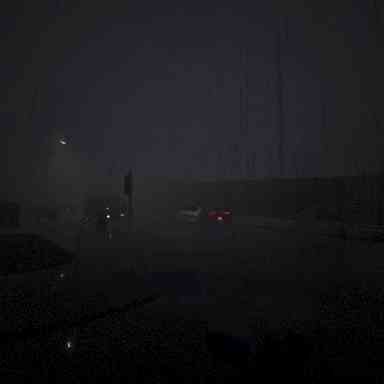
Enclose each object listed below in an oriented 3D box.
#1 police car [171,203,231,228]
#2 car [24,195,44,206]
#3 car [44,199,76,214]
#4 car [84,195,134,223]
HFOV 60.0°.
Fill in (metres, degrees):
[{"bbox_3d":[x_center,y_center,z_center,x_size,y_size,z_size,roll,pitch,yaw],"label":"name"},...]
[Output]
[{"bbox_3d":[0.346,1.509,22.681,2.038,1.542,4.974,0,0,-36],"label":"police car"},{"bbox_3d":[-23.007,1.371,48.529,2.097,1.767,4.553,0,0,-36],"label":"car"},{"bbox_3d":[-13.851,1.492,35.536,2.128,1.511,4.902,0,0,-35],"label":"car"},{"bbox_3d":[-6.380,1.221,25.048,2.150,2.045,5.566,0,0,-36],"label":"car"}]
